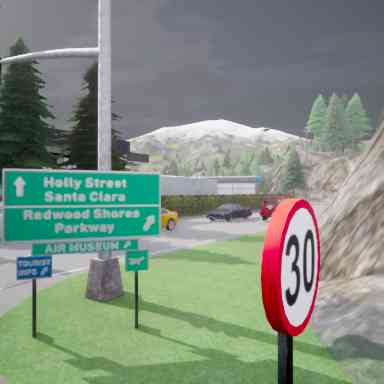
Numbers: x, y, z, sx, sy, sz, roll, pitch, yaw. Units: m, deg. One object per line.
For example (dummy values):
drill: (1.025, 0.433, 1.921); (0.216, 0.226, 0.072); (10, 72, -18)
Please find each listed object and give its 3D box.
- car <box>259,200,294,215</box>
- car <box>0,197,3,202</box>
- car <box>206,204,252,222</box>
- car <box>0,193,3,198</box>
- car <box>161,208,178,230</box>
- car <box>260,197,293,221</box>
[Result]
car: (9.650, 1.739, 37.708); (2.033, 1.411, 5.357); (0, 0, 36)
car: (-12.363, 1.505, 26.047); (1.905, 1.878, 3.866); (0, 0, 35)
car: (3.364, 1.739, 29.092); (2.033, 1.411, 5.357); (0, 0, 36)
car: (-38.568, 1.489, 69.987); (4.514, 1.523, 2.007); (0, 0, 35)
car: (-2.906, 1.669, 20.472); (1.882, 1.535, 5.008); (0, 0, 36)
car: (7.890, 1.413, 29.029); (2.150, 2.045, 5.566); (0, 0, 36)
